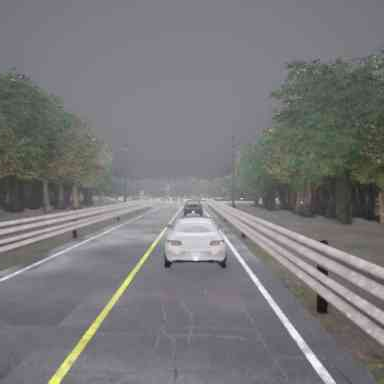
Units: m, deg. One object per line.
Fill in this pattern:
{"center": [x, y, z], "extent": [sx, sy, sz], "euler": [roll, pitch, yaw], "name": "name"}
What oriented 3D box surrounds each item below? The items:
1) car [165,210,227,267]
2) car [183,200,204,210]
{"center": [0.105, 1.540, 11.280], "extent": [1.812, 1.442, 4.674], "euler": [0, 0, 0], "name": "car"}
{"center": [0.122, 1.616, 33.264], "extent": [1.837, 1.490, 4.892], "euler": [1, 0, 0], "name": "car"}
